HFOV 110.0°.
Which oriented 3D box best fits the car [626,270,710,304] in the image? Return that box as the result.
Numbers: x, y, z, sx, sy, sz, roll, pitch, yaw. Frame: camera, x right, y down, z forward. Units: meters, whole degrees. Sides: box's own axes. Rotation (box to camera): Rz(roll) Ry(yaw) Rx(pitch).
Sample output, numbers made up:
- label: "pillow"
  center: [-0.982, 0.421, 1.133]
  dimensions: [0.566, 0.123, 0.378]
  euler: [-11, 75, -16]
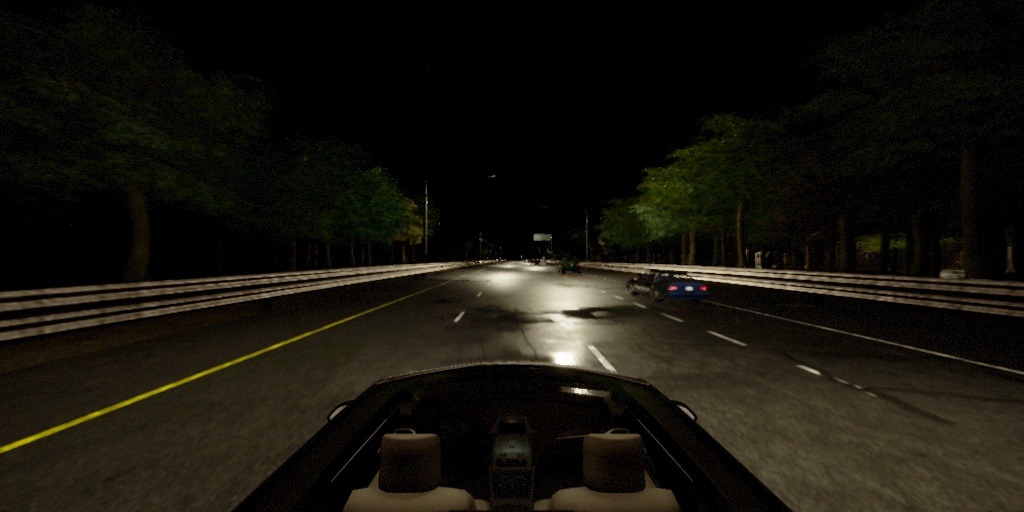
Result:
- label: "car"
  center: [7.012, 1.344, 16.704]
  dimensions: [2.033, 1.411, 5.357]
  euler: [0, 0, 0]

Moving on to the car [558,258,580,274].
- label: "car"
  center: [7.104, 1.218, 45.135]
  dimensions: [2.150, 2.045, 5.566]
  euler: [0, 0, 0]
